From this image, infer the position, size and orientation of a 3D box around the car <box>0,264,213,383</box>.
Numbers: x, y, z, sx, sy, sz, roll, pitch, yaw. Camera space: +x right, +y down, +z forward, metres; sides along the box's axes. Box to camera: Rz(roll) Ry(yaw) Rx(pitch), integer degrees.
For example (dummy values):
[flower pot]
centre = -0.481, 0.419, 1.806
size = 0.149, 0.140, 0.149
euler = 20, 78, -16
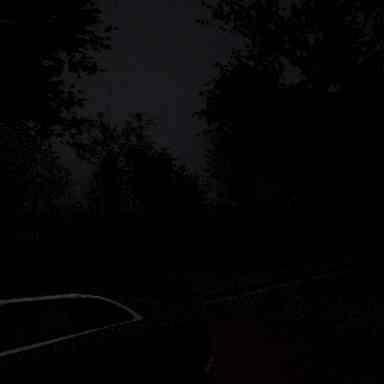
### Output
[car]
centre = -2.077, 1.493, 2.827
size = 4.902, 1.511, 2.128
euler = 1, 0, -35
